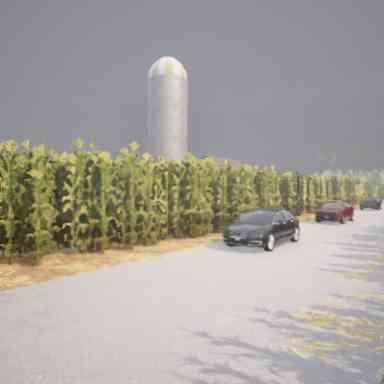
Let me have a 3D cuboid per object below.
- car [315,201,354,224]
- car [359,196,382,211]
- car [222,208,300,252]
[{"bbox_3d":[10.554,1.436,24.504,1.882,1.535,5.008,0,0,36],"label":"car"},{"bbox_3d":[20.800,1.302,38.629,1.837,1.490,4.892,0,1,36],"label":"car"},{"bbox_3d":[3.064,1.469,14.085,1.837,1.490,4.892,0,0,36],"label":"car"}]
